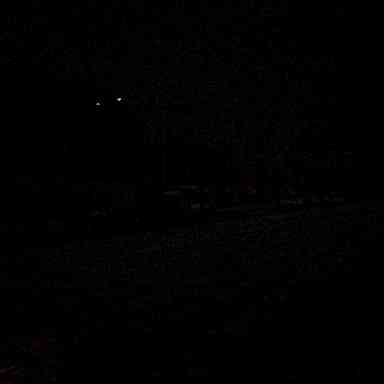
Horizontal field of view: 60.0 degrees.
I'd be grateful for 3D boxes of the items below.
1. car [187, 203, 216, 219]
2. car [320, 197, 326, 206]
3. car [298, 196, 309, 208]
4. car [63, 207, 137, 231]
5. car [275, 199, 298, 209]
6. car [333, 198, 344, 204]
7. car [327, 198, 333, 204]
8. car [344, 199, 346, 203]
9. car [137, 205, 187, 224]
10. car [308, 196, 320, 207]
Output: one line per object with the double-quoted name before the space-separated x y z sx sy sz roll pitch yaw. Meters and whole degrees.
"car" 0.615 1.695 30.144 1.802 1.307 4.206 0 0 35
"car" 23.374 1.920 62.698 1.802 1.307 4.206 0 -1 35
"car" 16.774 1.789 53.258 1.752 1.417 4.829 0 0 35
"car" -5.888 1.615 20.843 2.008 1.369 4.403 0 0 35
"car" 13.620 1.814 48.746 1.802 1.307 4.206 0 0 35
"car" 33.031 1.986 76.510 1.752 1.417 4.829 0 -1 35
"car" 26.626 1.817 67.349 1.967 1.590 4.097 0 -1 35
"car" 36.380 2.058 81.300 2.008 1.369 4.403 0 -1 35
"car" -2.636 1.654 25.494 1.947 1.339 4.313 0 0 35
"car" 20.123 1.616 58.049 2.192 1.841 5.009 0 -1 35
